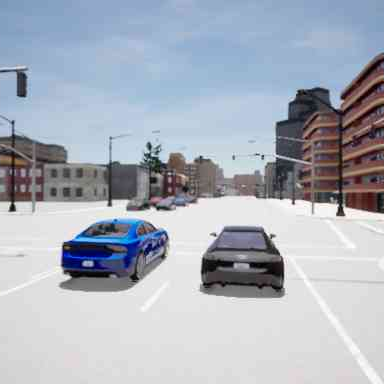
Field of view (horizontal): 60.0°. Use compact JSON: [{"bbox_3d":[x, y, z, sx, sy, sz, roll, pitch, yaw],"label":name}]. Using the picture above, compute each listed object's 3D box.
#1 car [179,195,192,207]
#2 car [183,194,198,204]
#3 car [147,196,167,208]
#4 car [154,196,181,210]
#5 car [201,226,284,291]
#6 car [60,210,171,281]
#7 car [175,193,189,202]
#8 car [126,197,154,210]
[{"bbox_3d":[-1.666,1.575,52.492,1.812,1.442,4.674,0,1,10],"label":"car"},{"bbox_3d":[0.007,1.451,62.368,1.837,1.490,4.892,0,1,10],"label":"car"},{"bbox_3d":[-5.349,1.523,51.568,1.882,1.535,5.008,0,1,9],"label":"car"},{"bbox_3d":[-3.227,1.665,43.036,2.033,1.411,5.357,0,0,9],"label":"car"},{"bbox_3d":[1.422,1.631,9.363,1.994,1.385,4.181,0,0,9],"label":"car"},{"bbox_3d":[-2.036,1.529,10.168,1.882,1.535,5.008,0,0,9],"label":"car"},{"bbox_3d":[-2.065,1.194,71.130,2.097,1.767,4.553,0,1,9],"label":"car"},{"bbox_3d":[-6.850,1.460,42.555,2.097,1.767,4.553,0,0,9],"label":"car"}]
